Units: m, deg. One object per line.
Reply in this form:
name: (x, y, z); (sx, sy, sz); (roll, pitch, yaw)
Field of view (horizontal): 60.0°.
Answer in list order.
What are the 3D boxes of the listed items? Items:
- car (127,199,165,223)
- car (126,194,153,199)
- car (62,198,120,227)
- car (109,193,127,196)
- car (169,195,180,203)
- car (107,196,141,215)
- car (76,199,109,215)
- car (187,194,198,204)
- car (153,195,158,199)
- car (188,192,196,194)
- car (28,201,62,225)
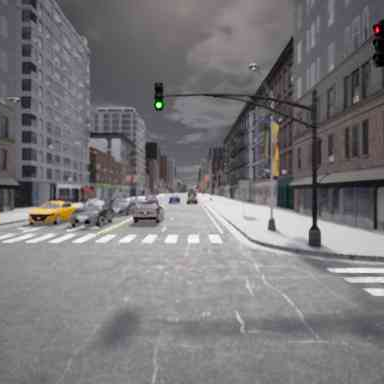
car: (-3.149, 1.477, 24.842); (2.033, 1.411, 5.357); (0, 0, 0)
car: (-6.497, 1.370, 41.579); (2.128, 1.511, 4.902); (0, 0, 0)
car: (-6.591, 1.428, 22.354); (2.128, 1.511, 4.902); (0, 0, 0)
car: (-9.746, 1.094, 43.481); (2.150, 2.045, 5.566); (0, 0, 0)
car: (-3.171, 1.288, 62.148); (1.882, 1.535, 5.008); (0, 1, 0)
car: (-6.571, 1.401, 31.708); (2.128, 1.511, 4.902); (0, 0, 0)
car: (-9.807, 1.431, 33.116); (1.812, 1.442, 4.674); (0, 0, 0)
car: (0.058, 1.423, 58.758); (1.895, 1.301, 4.718); (0, 0, 0)
car: (-6.496, 1.197, 51.811); (2.097, 1.767, 4.553); (0, 0, 0)
car: (0.007, 0.978, 80.003); (2.150, 2.045, 5.566); (0, 0, 0)
car: (-9.843, 1.411, 23.893); (1.882, 1.535, 5.008); (0, 0, 0)
